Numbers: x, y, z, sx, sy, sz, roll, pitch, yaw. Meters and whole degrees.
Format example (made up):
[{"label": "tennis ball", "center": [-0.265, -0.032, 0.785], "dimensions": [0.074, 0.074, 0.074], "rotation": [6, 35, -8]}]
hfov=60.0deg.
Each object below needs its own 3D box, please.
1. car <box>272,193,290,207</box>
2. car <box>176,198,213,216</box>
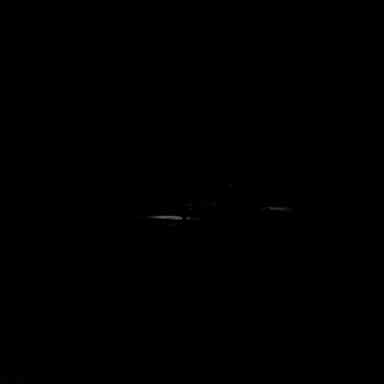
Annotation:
[{"label": "car", "center": [13.791, 1.122, 49.428], "dimensions": [2.150, 2.045, 5.566], "rotation": [1, 0, 36]}, {"label": "car", "center": [0.480, 1.312, 30.950], "dimensions": [1.882, 1.535, 5.008], "rotation": [1, 1, 36]}]
